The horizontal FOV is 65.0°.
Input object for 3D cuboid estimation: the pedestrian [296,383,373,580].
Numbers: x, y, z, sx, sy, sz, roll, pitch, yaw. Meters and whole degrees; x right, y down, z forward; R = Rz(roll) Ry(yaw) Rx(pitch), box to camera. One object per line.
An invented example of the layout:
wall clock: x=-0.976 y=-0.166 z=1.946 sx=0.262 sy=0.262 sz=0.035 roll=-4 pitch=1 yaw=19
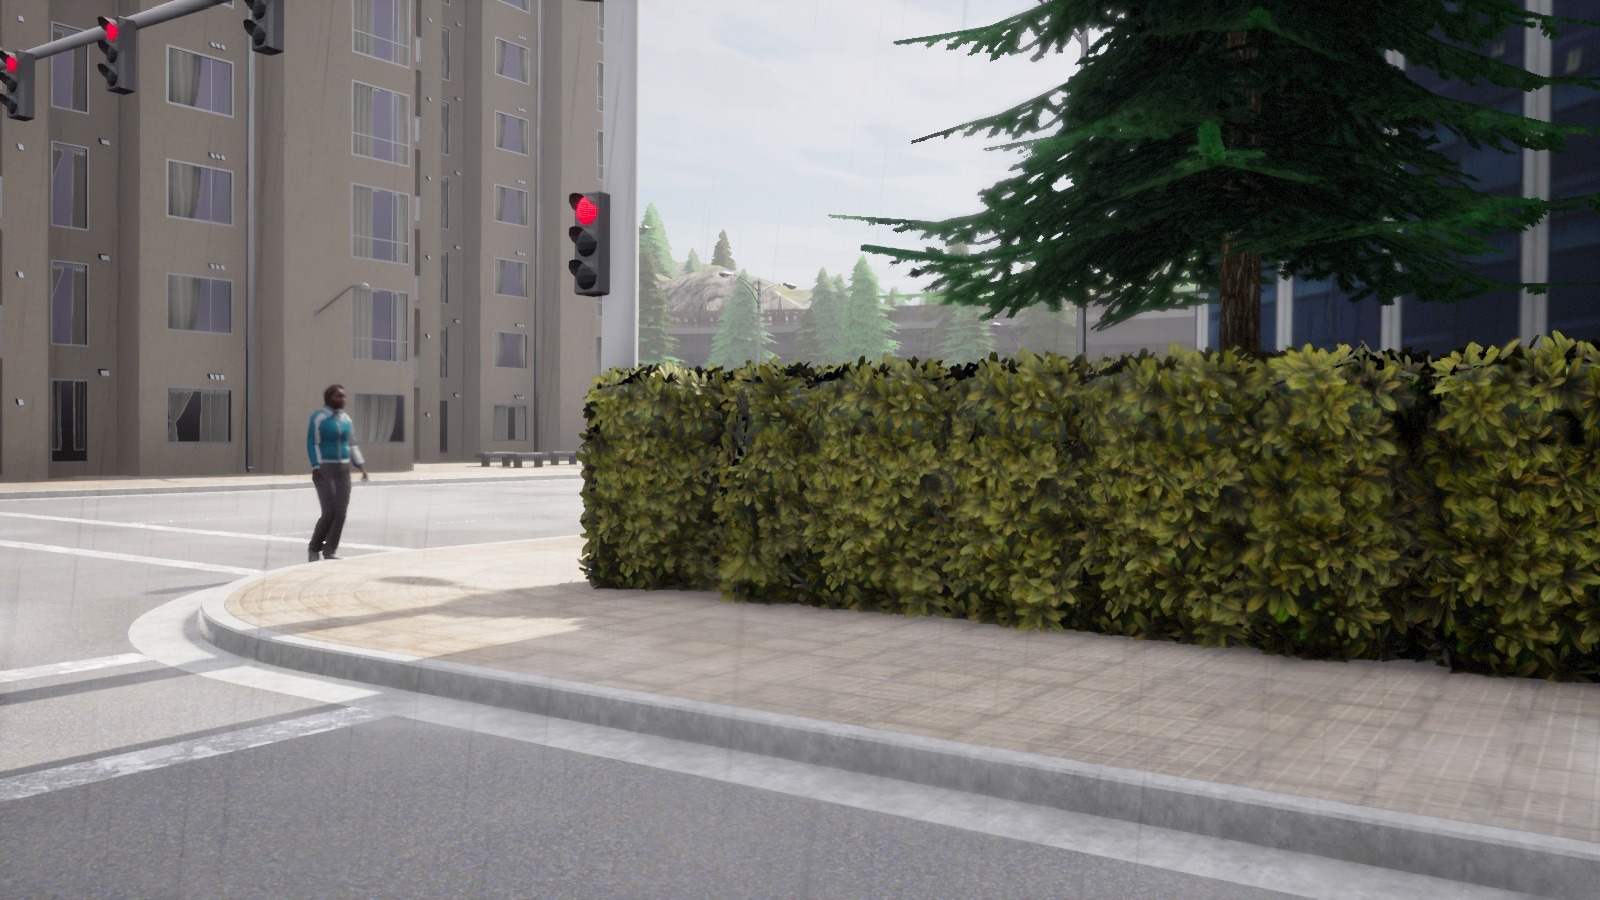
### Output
pedestrian: x=-4.705 y=0.306 z=12.696 sx=0.692 sy=1.930 sz=0.396 roll=0 pitch=1 yaw=37
